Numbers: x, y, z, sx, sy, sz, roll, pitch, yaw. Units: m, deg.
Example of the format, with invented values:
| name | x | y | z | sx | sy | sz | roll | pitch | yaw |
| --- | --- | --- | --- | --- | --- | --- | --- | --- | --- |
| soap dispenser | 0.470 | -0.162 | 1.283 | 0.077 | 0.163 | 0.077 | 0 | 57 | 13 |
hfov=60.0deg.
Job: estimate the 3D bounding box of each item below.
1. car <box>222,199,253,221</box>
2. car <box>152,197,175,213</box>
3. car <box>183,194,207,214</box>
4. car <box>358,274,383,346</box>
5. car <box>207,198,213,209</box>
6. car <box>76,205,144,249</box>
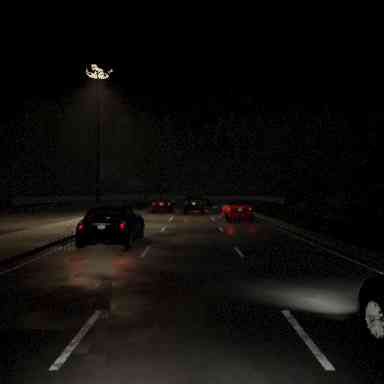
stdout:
| name | x | y | z | sx | sy | sz | roll | pitch | yaw |
| --- | --- | --- | --- | --- | --- | --- | --- | --- | --- |
| car | 3.609 | 1.352 | 27.050 | 2.097 | 1.767 | 4.553 | 0 | 0 | 0 |
| car | -3.096 | 1.352 | 37.074 | 2.097 | 1.767 | 4.553 | 0 | 0 | 3 |
| car | 0.278 | 1.221 | 34.738 | 2.150 | 2.045 | 5.566 | 0 | 0 | 2 |
| car | 3.600 | 1.502 | 3.452 | 1.837 | 1.490 | 4.892 | 0 | -1 | 0 |
| car | 1.610 | 1.491 | 44.519 | 2.128 | 1.511 | 4.902 | 0 | 0 | 12 |
| car | -3.399 | 1.352 | 14.594 | 2.097 | 1.767 | 4.553 | 0 | 0 | 0 |
